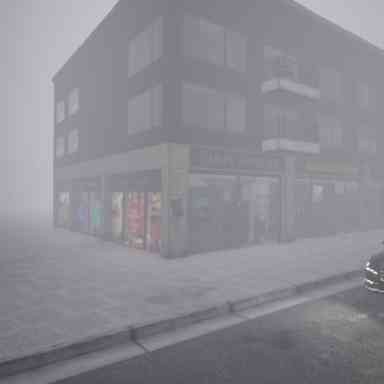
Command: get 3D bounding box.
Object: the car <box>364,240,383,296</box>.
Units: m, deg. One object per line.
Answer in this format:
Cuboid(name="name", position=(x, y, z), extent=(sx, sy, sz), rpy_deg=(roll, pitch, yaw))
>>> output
Cuboid(name="car", position=(5.808, 1.506, 7.556), extent=(4.892, 1.490, 1.837), rpy_deg=(0, 0, -36))
